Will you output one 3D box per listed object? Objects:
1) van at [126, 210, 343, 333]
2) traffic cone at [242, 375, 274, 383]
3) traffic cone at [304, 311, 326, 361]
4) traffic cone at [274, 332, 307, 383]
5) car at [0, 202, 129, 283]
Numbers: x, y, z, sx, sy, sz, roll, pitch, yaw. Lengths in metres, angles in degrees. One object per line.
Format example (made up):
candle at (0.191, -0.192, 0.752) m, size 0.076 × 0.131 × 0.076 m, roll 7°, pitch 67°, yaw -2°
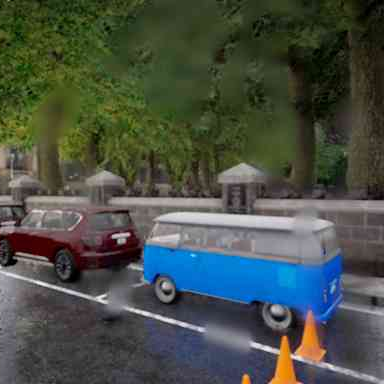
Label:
van at (0.795, 1.338, 6.510) m, size 3.998 × 1.788 × 1.690 m, roll 0°, pitch 0°, yaw 35°
traffic cone at (0.488, 1.955, 3.003) m, size 0.340 × 0.580 × 0.340 m, roll 0°, pitch 0°, yaw 35°
traffic cone at (1.644, 1.954, 4.635) m, size 0.340 × 0.580 × 0.340 m, roll 0°, pitch 0°, yaw 35°
traffic cone at (1.066, 1.955, 3.819) m, size 0.340 × 0.580 × 0.340 m, roll 0°, pitch 0°, yaw 35°
car at (-3.712, 1.304, 9.704) m, size 5.009 × 1.841 × 2.192 m, roll 0°, pitch 0°, yaw 35°
